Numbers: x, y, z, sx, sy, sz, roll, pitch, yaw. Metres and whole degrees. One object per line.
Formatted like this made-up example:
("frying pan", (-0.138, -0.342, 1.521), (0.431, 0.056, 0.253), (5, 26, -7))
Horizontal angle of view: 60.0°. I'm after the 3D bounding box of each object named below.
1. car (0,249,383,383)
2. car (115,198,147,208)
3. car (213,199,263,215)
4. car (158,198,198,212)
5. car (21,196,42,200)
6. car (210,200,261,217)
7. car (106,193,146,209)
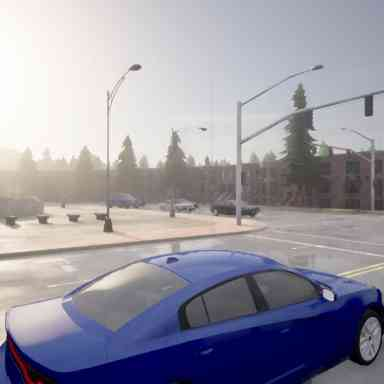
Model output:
("car", (0.462, 1.478, 4.126), (5.008, 1.535, 1.882), (0, 0, -35))
("car", (-9.102, 1.601, 49.599), (4.718, 1.301, 1.895), (0, 0, 34))
("car", (4.734, 1.547, 35.216), (2.033, 1.411, 5.357), (0, 0, -36))
("car", (-1.827, 1.601, 38.048), (1.895, 1.301, 4.718), (0, 0, -39))
("car", (-29.909, 1.505, 60.665), (4.892, 1.490, 1.837), (0, 0, 5))
("car", (3.772, 1.478, 30.569), (1.882, 1.535, 5.008), (0, 0, -36))
("car", (-9.472, 1.221, 45.603), (5.566, 2.045, 2.150), (0, 0, 36))
